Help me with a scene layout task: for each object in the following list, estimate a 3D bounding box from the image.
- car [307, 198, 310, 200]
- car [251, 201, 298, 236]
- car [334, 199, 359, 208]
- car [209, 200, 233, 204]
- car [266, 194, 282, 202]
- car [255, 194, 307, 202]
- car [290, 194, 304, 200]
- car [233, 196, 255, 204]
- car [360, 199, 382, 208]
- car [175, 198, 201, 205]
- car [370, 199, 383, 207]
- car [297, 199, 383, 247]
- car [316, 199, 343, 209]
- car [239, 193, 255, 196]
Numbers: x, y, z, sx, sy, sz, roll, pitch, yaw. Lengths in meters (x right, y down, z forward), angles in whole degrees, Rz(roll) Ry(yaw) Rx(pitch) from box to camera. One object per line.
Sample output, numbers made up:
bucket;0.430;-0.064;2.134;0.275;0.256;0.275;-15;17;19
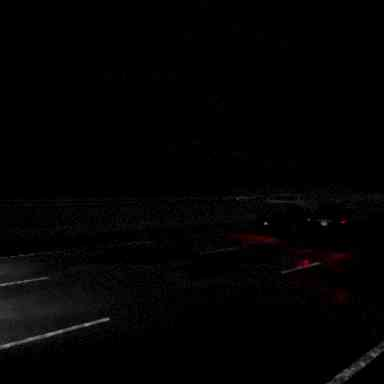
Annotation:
car;16.861;1.618;51.660;4.553;1.767;2.097;1;-1;-40
car;5.683;1.485;18.753;5.008;1.535;1.882;1;0;-41
car;28.711;2.135;61.765;5.357;1.411;2.033;2;-1;-41
car;4.263;1.612;40.867;4.718;1.301;1.895;1;0;-41
car;18.297;1.374;73.774;1.882;1.535;5.008;1;1;34
car;9.838;1.298;36.425;5.566;2.045;2.150;1;0;-41
car;27.423;1.231;86.692;2.033;1.411;5.357;1;2;36
car;7.617;1.545;39.131;4.902;1.511;2.128;1;0;-41
car;32.602;2.146;60.496;5.008;1.535;1.882;2;-1;-41
car;-0.537;1.520;46.039;1.994;1.385;4.181;1;0;37
car;40.533;2.359;71.930;4.553;1.767;2.097;2;-1;-41
car;7.197;1.378;15.437;4.553;1.767;2.097;1;0;-41
car;21.021;1.864;50.607;4.674;1.442;1.812;2;-1;-40
car;10.173;1.209;61.528;2.150;2.045;5.566;1;1;33
